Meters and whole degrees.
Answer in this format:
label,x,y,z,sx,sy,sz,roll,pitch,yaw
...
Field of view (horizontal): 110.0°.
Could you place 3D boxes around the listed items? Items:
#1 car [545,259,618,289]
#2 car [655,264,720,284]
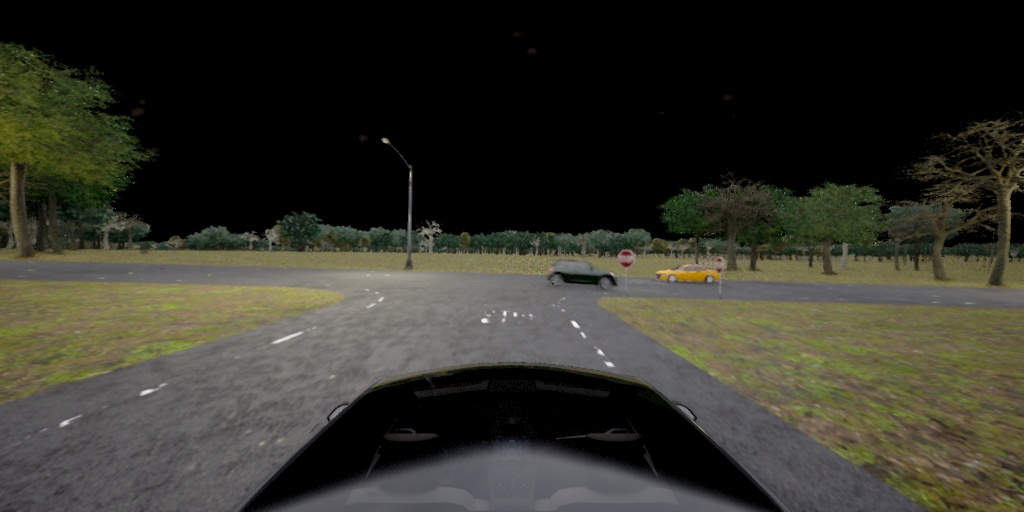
label,x,y,z,sx,sy,sz,roll,pitch,yaw
car,4.470,1.063,23.214,4.553,1.767,2.097,3,1,0
car,14.704,1.468,30.161,5.008,1.535,1.882,1,2,0
